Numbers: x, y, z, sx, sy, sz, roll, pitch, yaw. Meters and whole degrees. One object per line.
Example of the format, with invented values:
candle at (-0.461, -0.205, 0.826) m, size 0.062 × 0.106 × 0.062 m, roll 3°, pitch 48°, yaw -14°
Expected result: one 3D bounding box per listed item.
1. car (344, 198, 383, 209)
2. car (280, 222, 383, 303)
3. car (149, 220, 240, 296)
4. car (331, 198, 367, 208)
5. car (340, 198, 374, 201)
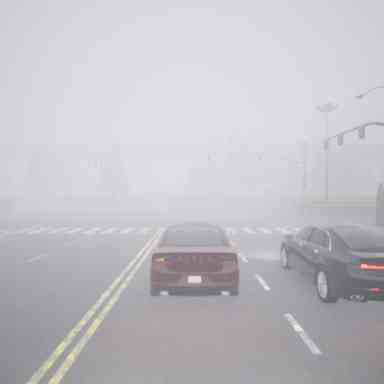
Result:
car at (22.527, 1.533, 43.634) m, size 4.181 × 1.385 × 1.994 m, roll 0°, pitch 0°, yaw 0°
car at (3.555, 1.499, 8.142) m, size 1.837 × 1.490 × 4.892 m, roll 0°, pitch 0°, yaw 0°
car at (0.056, 1.472, 8.655) m, size 1.882 × 1.535 × 5.008 m, roll 0°, pitch 0°, yaw 0°
car at (22.175, 1.531, 47.133) m, size 4.181 × 1.385 × 1.994 m, roll 0°, pitch 0°, yaw 0°
car at (20.746, 1.519, 40.141) m, size 5.357 × 1.411 × 2.033 m, roll 0°, pitch 0°, yaw 0°
